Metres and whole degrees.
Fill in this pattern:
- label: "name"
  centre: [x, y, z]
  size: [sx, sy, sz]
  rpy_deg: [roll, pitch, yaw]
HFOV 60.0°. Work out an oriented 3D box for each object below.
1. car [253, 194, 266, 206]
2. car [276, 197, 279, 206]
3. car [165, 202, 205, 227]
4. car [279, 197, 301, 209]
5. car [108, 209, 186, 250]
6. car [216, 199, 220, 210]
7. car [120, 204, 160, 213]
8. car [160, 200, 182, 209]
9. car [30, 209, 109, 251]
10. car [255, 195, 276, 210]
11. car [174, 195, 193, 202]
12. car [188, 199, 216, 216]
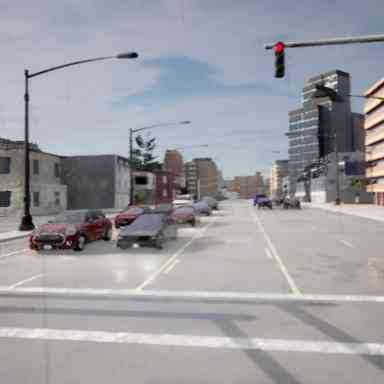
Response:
- label: "car"
  centre: [11.308, 1.299, 54.972]
  size: [2.150, 2.045, 5.566]
  rpy_deg: [-1, 0, 9]
- label: "car"
  centre: [14.847, 1.510, 54.835]
  size: [2.128, 1.511, 4.902]
  rpy_deg: [-1, -1, 9]
- label: "car"
  centre: [-0.422, 1.764, 25.279]
  size: [1.812, 1.442, 4.674]
  rpy_deg: [-1, 0, 9]
- label: "car"
  centre: [13.363, 1.506, 44.595]
  size: [2.128, 1.511, 4.902]
  rpy_deg: [-1, 0, 9]
- label: "car"
  centre: [-1.860, 1.772, 15.914]
  size: [2.033, 1.411, 5.357]
  rpy_deg: [-1, 0, 8]
- label: "car"
  centre: [2.713, 1.703, 45.379]
  size: [1.837, 1.490, 4.892]
  rpy_deg: [-1, 0, 9]
- label: "car"
  centre: [-4.077, 1.777, 24.565]
  size: [1.882, 1.535, 5.008]
  rpy_deg: [-1, 0, 9]
- label: "car"
  centre: [-2.686, 1.848, 33.549]
  size: [1.994, 1.385, 4.181]
  rpy_deg: [-1, 0, 9]
- label: "car"
  centre: [-5.452, 1.637, 15.567]
  size: [2.097, 1.767, 4.553]
  rpy_deg: [-1, 0, 9]
- label: "car"
  centre: [9.861, 1.580, 45.134]
  size: [1.837, 1.490, 4.892]
  rpy_deg: [-1, 0, 9]
- label: "car"
  centre: [-1.049, 1.483, 44.041]
  size: [2.150, 2.045, 5.566]
  rpy_deg: [-1, 0, 10]
- label: "car"
  centre: [1.109, 1.745, 35.182]
  size: [1.812, 1.442, 4.674]
  rpy_deg: [-1, 0, 9]
